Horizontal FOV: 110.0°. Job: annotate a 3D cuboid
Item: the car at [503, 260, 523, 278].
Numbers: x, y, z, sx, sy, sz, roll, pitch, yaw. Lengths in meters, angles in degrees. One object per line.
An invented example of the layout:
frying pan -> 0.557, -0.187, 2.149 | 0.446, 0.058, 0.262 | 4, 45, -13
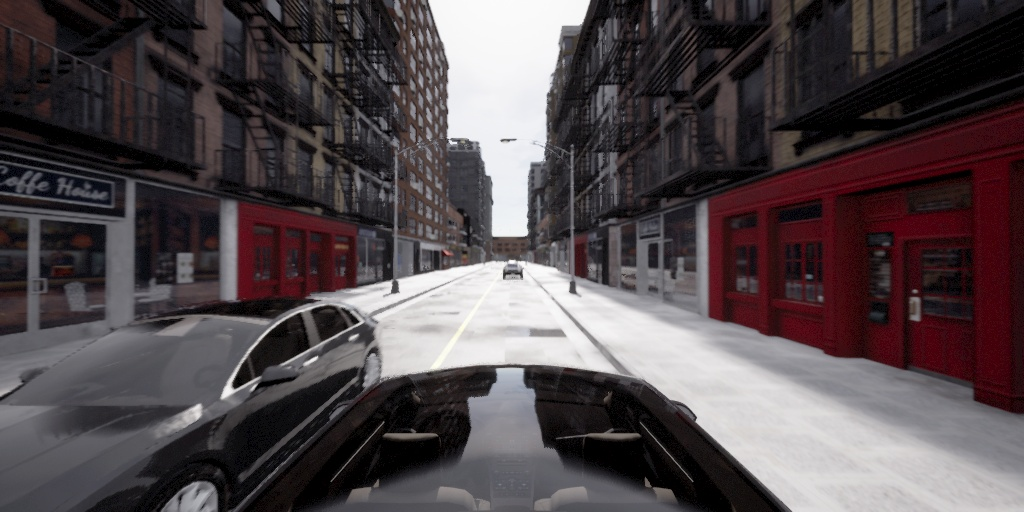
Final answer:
car -> 0.090, 1.361, 34.454 | 1.895, 1.301, 4.718 | 0, 0, 0

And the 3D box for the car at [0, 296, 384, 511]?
car -> -2.851, 1.254, 3.596 | 1.837, 1.490, 4.892 | 0, 0, 0
